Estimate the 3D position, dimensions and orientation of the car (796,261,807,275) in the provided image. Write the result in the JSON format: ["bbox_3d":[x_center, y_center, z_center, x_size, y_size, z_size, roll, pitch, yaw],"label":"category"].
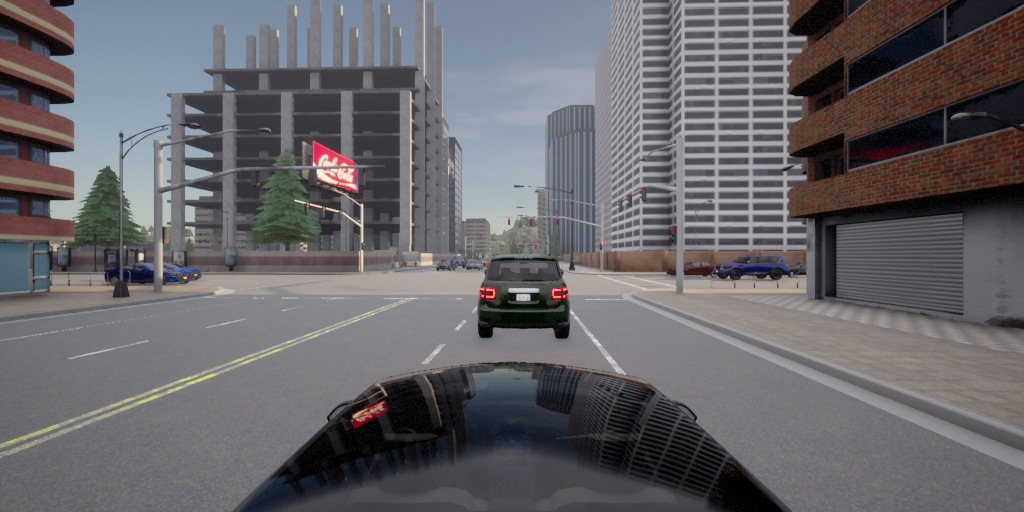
[{"bbox_3d":[27.238,1.241,33.722,4.902,1.511,2.128,0,0,2],"label":"car"}]

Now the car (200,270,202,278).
[{"bbox_3d":[-27.381,1.228,28.306,5.008,1.535,1.882,0,0,2],"label":"car"}]

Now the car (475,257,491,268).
[{"bbox_3d":[-4.875,1.102,61.243,2.097,1.767,4.553,0,0,2],"label":"car"}]

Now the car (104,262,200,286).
[{"bbox_3d":[-24.964,1.228,24.726,5.008,1.535,1.882,0,0,2],"label":"car"}]

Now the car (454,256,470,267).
[{"bbox_3d":[-8.501,0.971,58.355,2.150,2.045,5.566,0,0,1],"label":"car"}]

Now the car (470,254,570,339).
[{"bbox_3d":[0.338,0.971,10.267,2.150,2.045,5.566,0,0,2],"label":"car"}]

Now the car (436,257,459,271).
[{"bbox_3d":[-8.883,1.255,48.507,1.837,1.490,4.892,0,0,2],"label":"car"}]

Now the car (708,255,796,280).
[{"bbox_3d":[20.224,0.971,30.462,5.566,2.045,2.150,0,0,2],"label":"car"}]

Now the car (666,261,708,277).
[{"bbox_3d":[17.308,1.228,34.055,5.008,1.535,1.882,0,0,2],"label":"car"}]

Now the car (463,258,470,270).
[{"bbox_3d":[-5.279,1.351,51.143,1.895,1.301,4.718,0,0,2],"label":"car"}]
